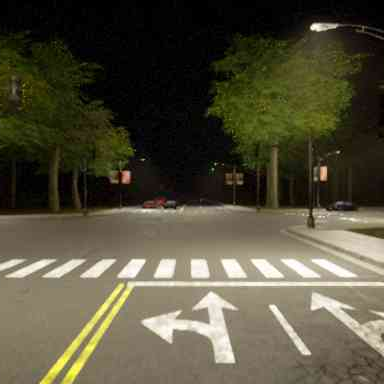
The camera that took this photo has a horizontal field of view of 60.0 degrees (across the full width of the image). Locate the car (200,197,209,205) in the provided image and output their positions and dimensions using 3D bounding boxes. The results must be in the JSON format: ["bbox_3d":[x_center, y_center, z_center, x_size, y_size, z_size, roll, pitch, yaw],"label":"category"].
[{"bbox_3d":[3.232,2.344,82.030,2.033,1.411,5.357,0,-1,0],"label":"car"}]

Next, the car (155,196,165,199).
[{"bbox_3d":[-6.516,1.872,67.418,2.150,2.045,5.566,0,0,0],"label":"car"}]

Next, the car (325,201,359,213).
[{"bbox_3d":[18.973,1.882,42.049,4.181,1.385,1.994,0,0,-23],"label":"car"}]

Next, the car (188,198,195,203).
[{"bbox_3d":[-0.020,2.377,92.484,1.895,1.301,4.718,0,-1,0],"label":"car"}]

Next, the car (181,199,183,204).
[{"bbox_3d":[-3.265,2.197,67.664,2.033,1.411,5.357,0,-1,0],"label":"car"}]

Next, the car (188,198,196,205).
[{"bbox_3d":[-0.018,2.343,82.028,2.033,1.411,5.357,0,-1,0],"label":"car"}]

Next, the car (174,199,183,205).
[{"bbox_3d":[-3.268,2.357,83.128,2.033,1.411,5.357,0,-1,0],"label":"car"}]

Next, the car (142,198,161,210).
[{"bbox_3d":[-6.571,2.066,52.446,1.994,1.385,4.181,0,0,0],"label":"car"}]

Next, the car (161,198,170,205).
[{"bbox_3d":[-6.518,2.295,83.095,1.882,1.535,5.008,0,-1,0],"label":"car"}]

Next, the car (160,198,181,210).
[{"bbox_3d":[-3.324,2.049,52.337,2.033,1.411,5.357,0,-1,0],"label":"car"}]

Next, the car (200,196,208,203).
[{"bbox_3d":[3.230,2.137,92.427,2.097,1.767,4.553,0,-1,0],"label":"car"}]
